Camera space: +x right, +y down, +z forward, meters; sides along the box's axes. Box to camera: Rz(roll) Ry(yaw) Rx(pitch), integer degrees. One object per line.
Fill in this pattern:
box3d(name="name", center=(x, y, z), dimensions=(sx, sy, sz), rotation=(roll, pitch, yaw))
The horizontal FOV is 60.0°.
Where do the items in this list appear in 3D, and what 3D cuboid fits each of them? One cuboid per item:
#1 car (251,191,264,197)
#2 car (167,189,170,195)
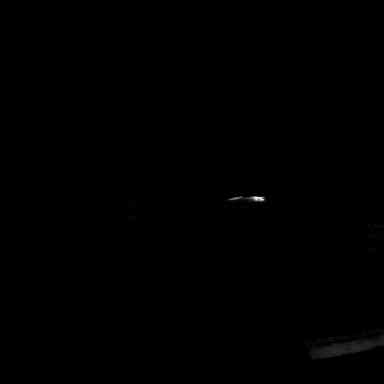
box3d(name="car", center=(13.240, 0.141, 63.516), dimensions=(2.128, 1.511, 4.902), rotation=(1, 1, 19))
box3d(name="car", center=(-3.906, -0.411, 70.312), dimensions=(5.566, 2.045, 2.435), rotation=(1, 0, 18))
